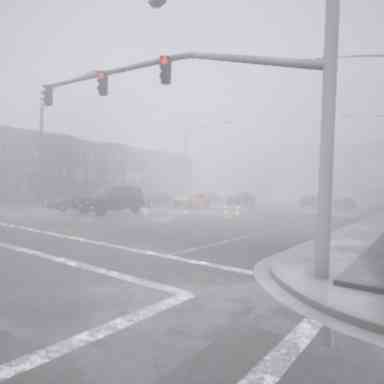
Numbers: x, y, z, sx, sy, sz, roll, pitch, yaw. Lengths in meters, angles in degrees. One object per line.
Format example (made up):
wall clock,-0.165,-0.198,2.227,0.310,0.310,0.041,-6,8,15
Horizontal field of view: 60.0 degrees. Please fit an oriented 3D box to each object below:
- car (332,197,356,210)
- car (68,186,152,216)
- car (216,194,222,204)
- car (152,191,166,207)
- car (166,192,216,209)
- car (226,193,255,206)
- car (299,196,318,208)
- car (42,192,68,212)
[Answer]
car,18.251,1.278,39.914,1.812,1.442,4.674,3,2,38
car,-5.927,0.548,24.698,2.150,2.045,5.566,3,2,36
car,2.022,0.754,41.770,1.994,1.385,4.181,3,2,36
car,-3.781,0.694,33.707,1.837,1.490,4.892,3,2,36
car,0.023,0.805,33.007,1.882,1.535,5.008,3,2,36
car,6.065,0.806,41.377,1.882,1.535,5.008,3,2,36
car,14.941,1.157,41.495,2.033,1.411,5.357,3,2,35
car,-9.224,0.680,26.128,2.128,1.511,4.902,3,2,36
